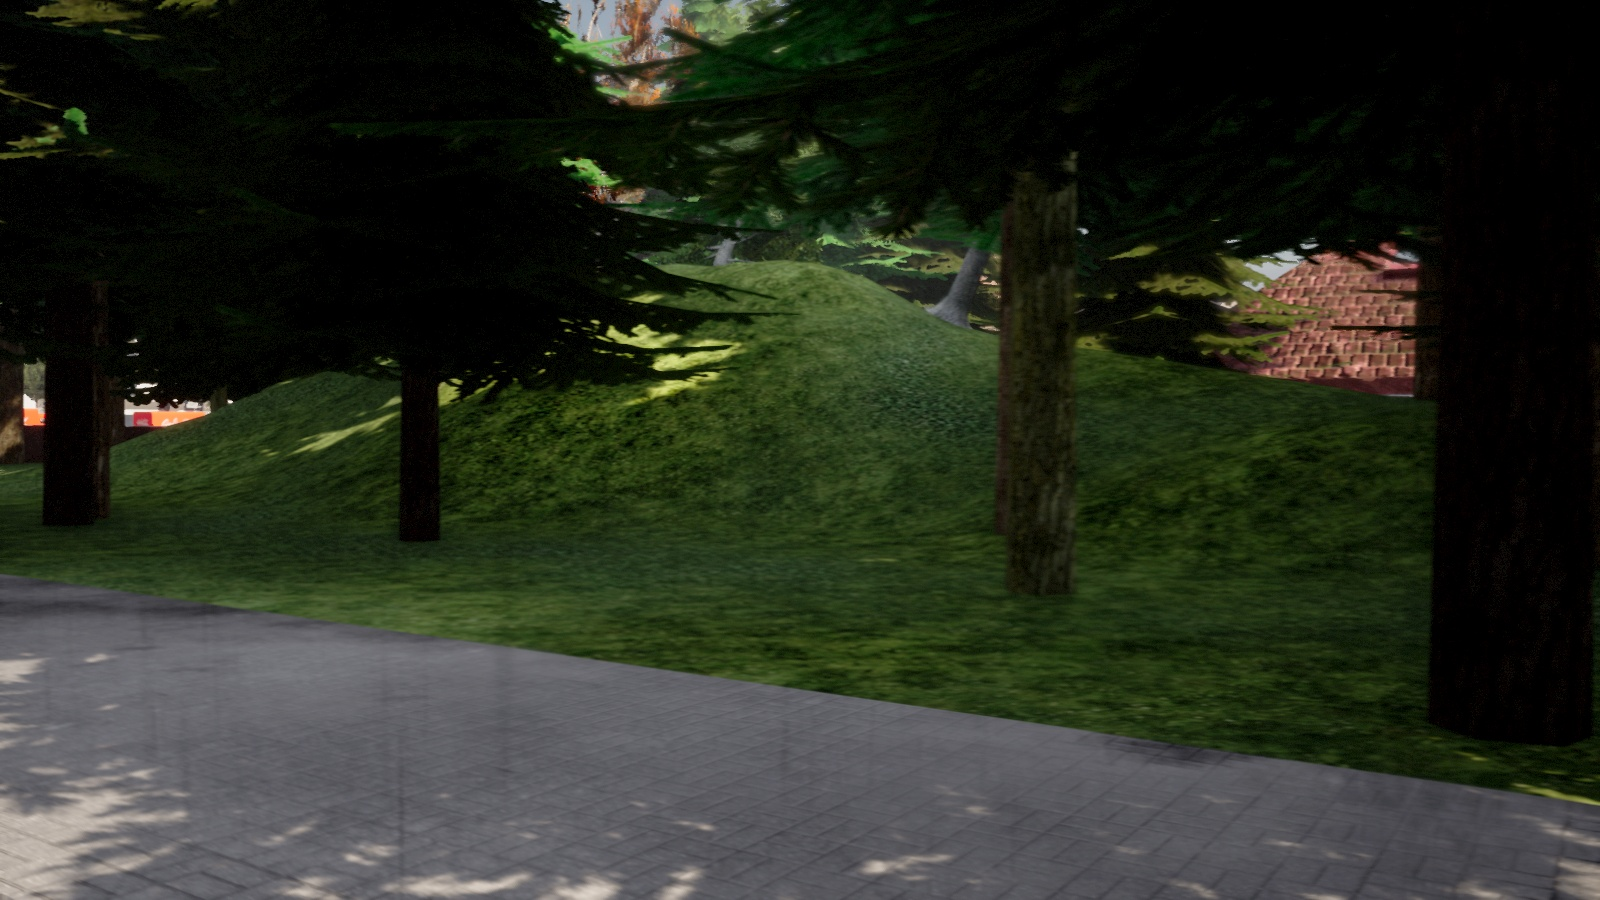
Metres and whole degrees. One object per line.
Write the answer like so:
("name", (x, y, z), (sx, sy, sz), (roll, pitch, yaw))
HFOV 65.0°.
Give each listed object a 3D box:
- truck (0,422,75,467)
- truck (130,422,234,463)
("truck", (-44.311, -0.321, 70.848), (2.627, 2.467, 5.204), (0, 1, 34))
("truck", (-38.856, -0.482, 79.047), (2.627, 2.467, 5.204), (0, 1, 34))
